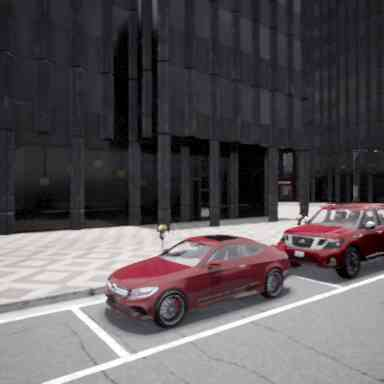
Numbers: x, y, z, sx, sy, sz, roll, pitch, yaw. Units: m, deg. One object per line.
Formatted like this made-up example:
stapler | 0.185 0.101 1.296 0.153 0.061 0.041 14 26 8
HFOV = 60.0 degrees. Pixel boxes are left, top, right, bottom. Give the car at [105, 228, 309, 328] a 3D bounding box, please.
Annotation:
car | 0.327 1.585 6.926 4.206 1.307 1.802 0 0 -36

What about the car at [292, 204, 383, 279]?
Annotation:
car | 4.861 1.308 10.243 5.009 1.841 2.192 0 0 -36
